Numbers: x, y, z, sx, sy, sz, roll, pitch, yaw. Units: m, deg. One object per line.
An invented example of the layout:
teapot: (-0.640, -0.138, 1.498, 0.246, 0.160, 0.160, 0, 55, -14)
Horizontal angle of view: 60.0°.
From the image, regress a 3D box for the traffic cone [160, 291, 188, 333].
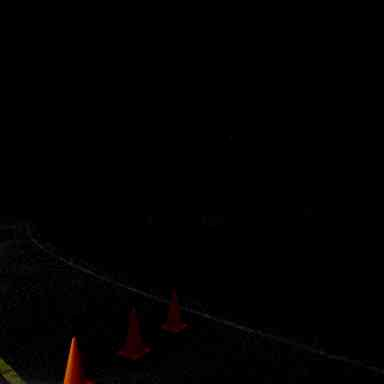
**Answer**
traffic cone: (-0.290, 1.932, 5.475, 0.340, 0.580, 0.340, 1, 1, 31)

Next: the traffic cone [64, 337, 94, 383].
traffic cone: (-1.328, 1.945, 3.774, 0.340, 0.580, 0.340, 1, 1, 31)

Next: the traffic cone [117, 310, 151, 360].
traffic cone: (-0.809, 1.938, 4.624, 0.340, 0.580, 0.340, 1, 1, 31)
